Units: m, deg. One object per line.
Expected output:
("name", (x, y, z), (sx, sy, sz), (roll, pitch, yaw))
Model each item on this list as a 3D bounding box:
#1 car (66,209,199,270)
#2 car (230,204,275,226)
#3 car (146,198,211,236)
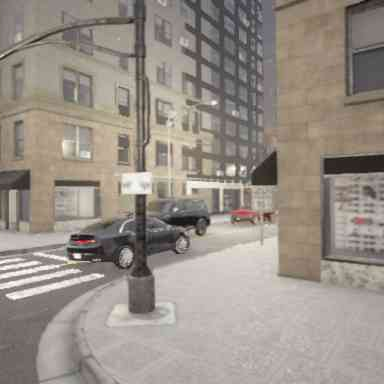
("car", (-1.973, 1.592, 11.625), (1.837, 1.490, 4.892), (-5, -3, 34))
("car", (4.712, 1.628, 25.405), (1.882, 1.535, 5.008), (-1, -1, 36))
("car", (-1.193, 1.345, 17.279), (2.150, 2.045, 5.566), (-1, -1, 36))
